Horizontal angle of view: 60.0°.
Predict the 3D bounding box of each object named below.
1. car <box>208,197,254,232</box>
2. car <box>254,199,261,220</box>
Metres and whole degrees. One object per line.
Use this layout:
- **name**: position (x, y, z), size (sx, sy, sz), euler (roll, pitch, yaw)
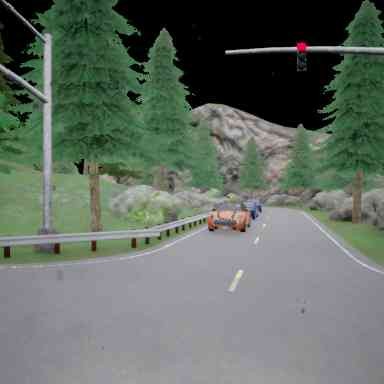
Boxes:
- **car**: position (2.368, 1.383, 20.291), size (2.097, 1.767, 4.553), euler (0, 0, 15)
- **car**: position (4.734, 1.522, 29.116), size (1.882, 1.535, 5.008), euler (0, 0, 15)
